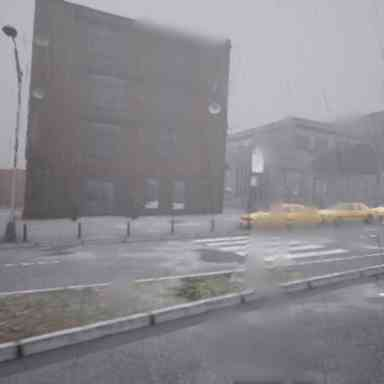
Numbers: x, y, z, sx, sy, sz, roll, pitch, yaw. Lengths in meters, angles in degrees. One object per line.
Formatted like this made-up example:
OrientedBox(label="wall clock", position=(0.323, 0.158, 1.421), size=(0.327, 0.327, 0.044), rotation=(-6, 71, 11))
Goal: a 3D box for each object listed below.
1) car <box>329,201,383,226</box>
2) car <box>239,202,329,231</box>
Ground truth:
OrientedBox(label="car", position=(10.323, 1.384, 22.498), size=(5.366, 1.575, 1.946), rotation=(0, 0, -27))
OrientedBox(label="car", position=(5.389, 1.405, 20.016), size=(5.366, 1.575, 1.946), rotation=(0, 0, -27))
